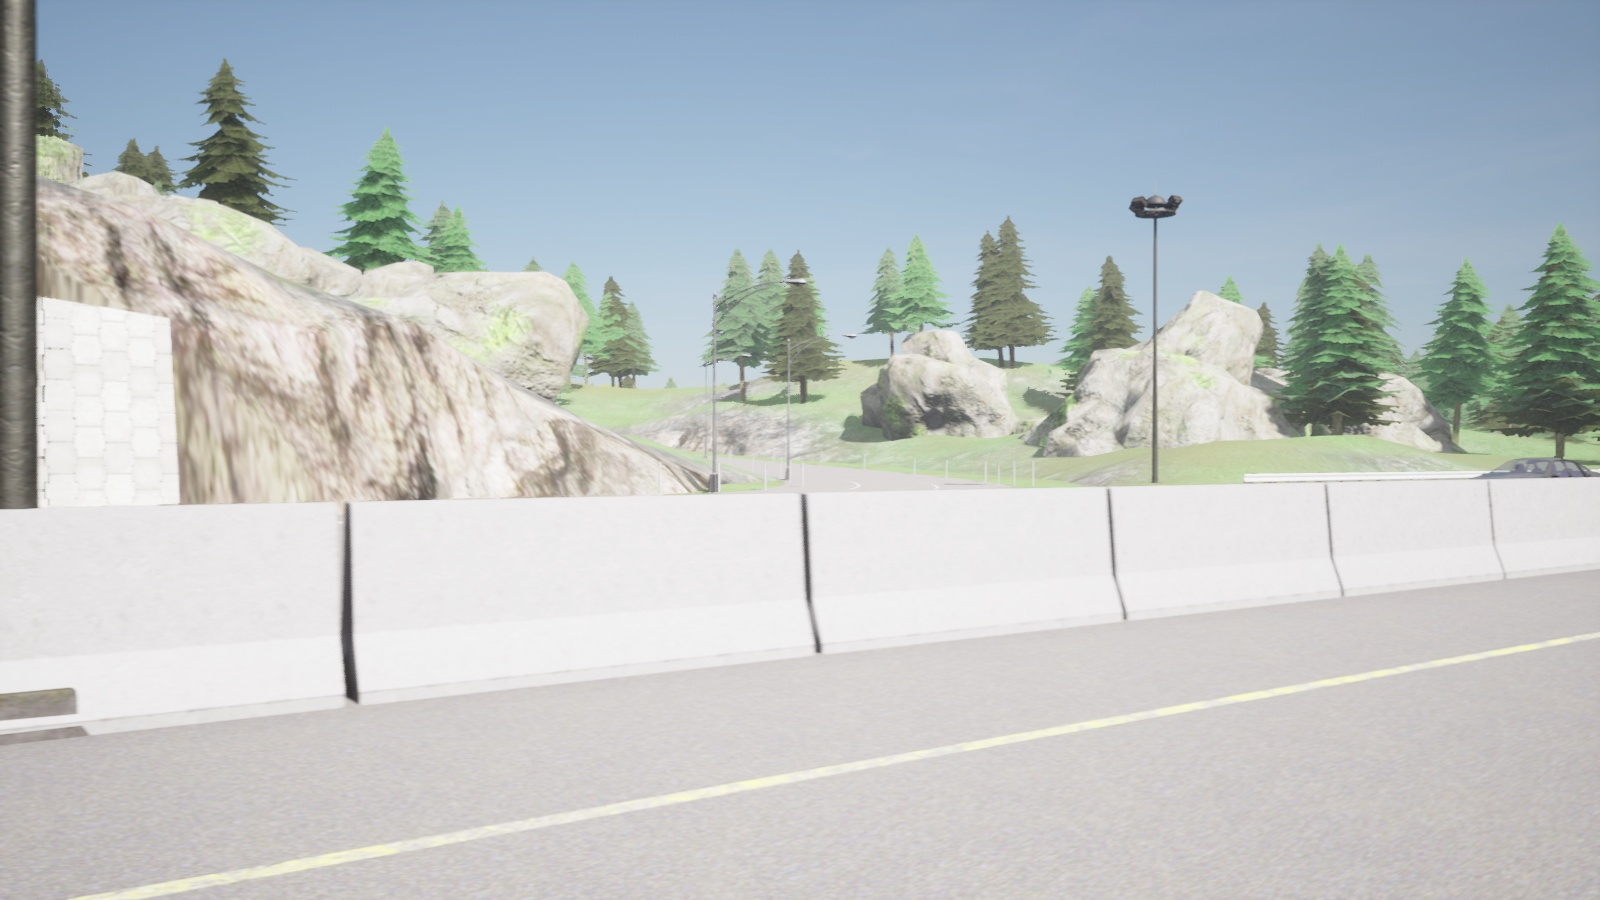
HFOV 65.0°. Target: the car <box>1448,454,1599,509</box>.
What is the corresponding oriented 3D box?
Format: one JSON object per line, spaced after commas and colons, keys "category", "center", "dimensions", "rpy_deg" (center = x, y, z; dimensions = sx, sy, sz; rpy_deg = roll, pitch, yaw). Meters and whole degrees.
{"category": "car", "center": [20.447, 0.835, 34.948], "dimensions": [5.357, 1.411, 2.033], "rpy_deg": [0, 0, -35]}
